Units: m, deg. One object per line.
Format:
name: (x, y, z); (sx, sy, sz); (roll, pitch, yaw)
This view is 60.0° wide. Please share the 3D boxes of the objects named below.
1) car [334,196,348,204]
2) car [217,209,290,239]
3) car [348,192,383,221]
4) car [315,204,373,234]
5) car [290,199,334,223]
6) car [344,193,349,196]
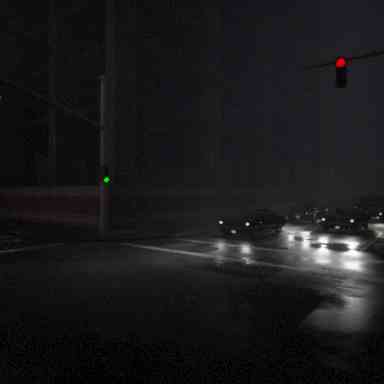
car: (14.512, 1.465, 32.831); (2.128, 1.511, 4.902); (0, 0, 36)
car: (3.270, 1.574, 17.602); (1.895, 1.301, 4.718); (0, 0, 36)
car: (14.876, 1.208, 27.425); (2.150, 2.045, 5.566); (0, 0, 37)
car: (9.073, 1.587, 19.572); (1.895, 1.301, 4.718); (0, 0, 36)
car: (8.801, 1.465, 25.095); (2.128, 1.511, 4.902); (0, 0, 36)
car: (20.615, 1.326, 41.045); (2.097, 1.767, 4.553); (0, 0, 37)
